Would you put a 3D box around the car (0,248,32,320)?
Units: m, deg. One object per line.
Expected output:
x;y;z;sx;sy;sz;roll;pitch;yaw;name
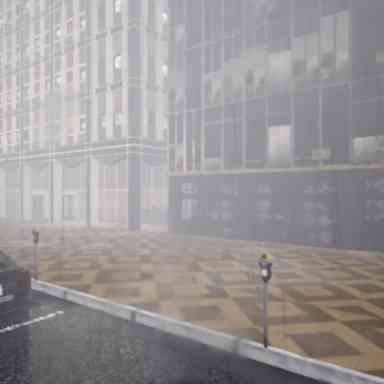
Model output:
-4.736;1.553;6.261;4.313;1.339;1.947;0;0;36;car
